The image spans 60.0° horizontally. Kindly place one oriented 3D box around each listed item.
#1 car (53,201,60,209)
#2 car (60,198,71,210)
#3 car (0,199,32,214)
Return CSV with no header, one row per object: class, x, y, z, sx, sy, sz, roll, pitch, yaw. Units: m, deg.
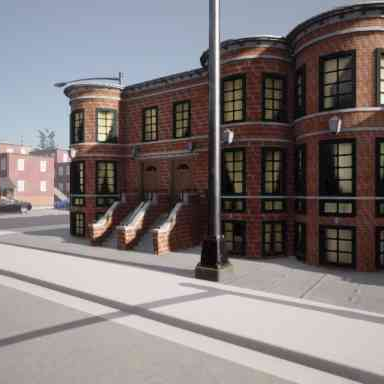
car,-15.729,1.478,43.828,1.882,1.535,5.008,0,0,35
car,-13.327,1.599,41.167,1.895,1.301,4.718,0,0,36
car,-18.767,1.491,33.567,2.128,1.511,4.902,0,0,36
